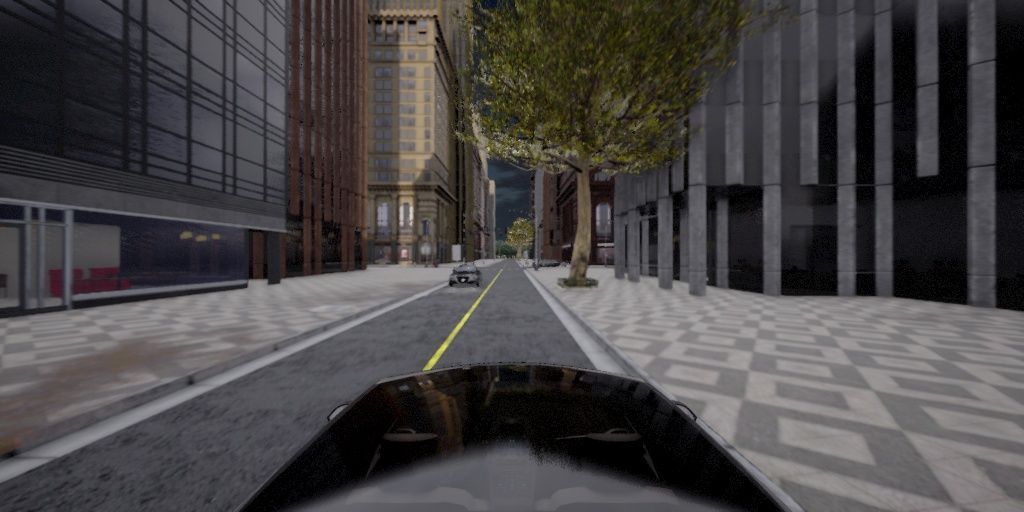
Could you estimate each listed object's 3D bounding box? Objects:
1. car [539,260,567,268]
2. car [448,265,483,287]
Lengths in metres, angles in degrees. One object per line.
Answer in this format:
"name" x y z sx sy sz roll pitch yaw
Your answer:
"car" 6.419 1.308 57.595 4.892 1.490 1.837 0 0 0
"car" -3.082 1.318 24.606 1.994 1.385 4.181 0 0 0
